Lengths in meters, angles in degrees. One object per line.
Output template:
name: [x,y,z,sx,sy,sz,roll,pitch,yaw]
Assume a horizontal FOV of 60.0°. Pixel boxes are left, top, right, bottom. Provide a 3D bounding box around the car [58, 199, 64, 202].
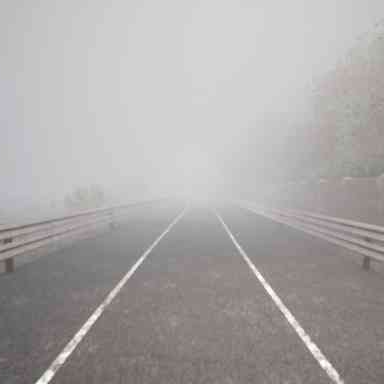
car: [-30.816,2.225,81.708,2.128,1.511,4.902,2,4,17]
